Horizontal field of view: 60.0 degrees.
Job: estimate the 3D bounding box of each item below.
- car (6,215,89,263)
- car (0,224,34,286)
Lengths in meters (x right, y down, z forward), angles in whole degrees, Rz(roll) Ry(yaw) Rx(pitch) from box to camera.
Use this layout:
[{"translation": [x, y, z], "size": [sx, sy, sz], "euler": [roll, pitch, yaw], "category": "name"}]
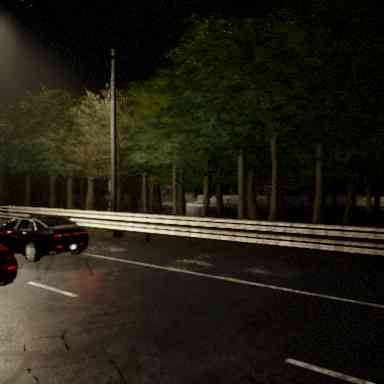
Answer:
[{"translation": [-5.941, 1.633, 12.538], "size": [4.892, 1.490, 1.837], "euler": [-1, -1, 36], "category": "car"}, {"translation": [-6.192, 1.632, 8.411], "size": [4.674, 1.442, 1.812], "euler": [-1, 0, 36], "category": "car"}]
